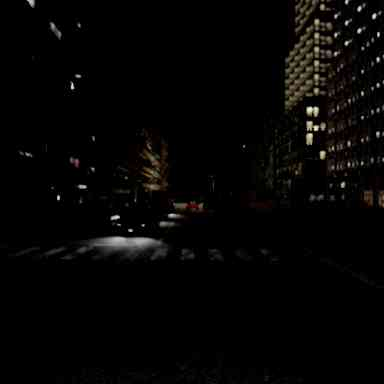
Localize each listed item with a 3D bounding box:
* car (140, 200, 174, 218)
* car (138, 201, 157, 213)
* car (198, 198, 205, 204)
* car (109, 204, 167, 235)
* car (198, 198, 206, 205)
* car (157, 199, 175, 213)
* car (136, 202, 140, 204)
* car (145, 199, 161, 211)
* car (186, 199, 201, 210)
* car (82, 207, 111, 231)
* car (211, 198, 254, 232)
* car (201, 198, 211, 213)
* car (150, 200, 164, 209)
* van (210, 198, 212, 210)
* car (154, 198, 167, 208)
[{"bbox_3d":[-3.116,1.778,30.341,2.033,1.411,5.357,0,-1,0],"label":"car"},{"bbox_3d":[-5.726,1.887,43.562,1.887,1.381,4.507,0,-1,0],"label":"car"},{"bbox_3d":[2.609,2.384,93.307,1.967,1.590,4.097,0,-1,0],"label":"car"},{"bbox_3d":[-3.085,1.681,20.268,2.033,1.411,5.357,0,-1,4],"label":"car"},{"bbox_3d":[2.292,2.293,79.724,1.837,1.490,4.892,0,-1,0],"label":"car"},{"bbox_3d":[-3.099,1.895,40.412,1.994,1.385,4.181,0,-1,0],"label":"car"},{"bbox_3d":[-5.720,1.837,38.036,2.008,1.369,4.403,0,-1,0],"label":"car"},{"bbox_3d":[-5.730,1.839,49.090,1.967,1.590,4.097,0,-1,0],"label":"car"},{"bbox_3d":[0.050,2.068,51.144,1.895,1.301,4.718,0,-1,0],"label":"car"},{"bbox_3d":[-5.705,1.674,21.457,2.008,1.369,4.403,0,-1,0],"label":"car"},{"bbox_3d":[2.675,1.506,21.467,2.192,1.841,5.009,0,-1,0],"label":"car"},{"bbox_3d":[2.655,1.725,43.571,2.192,1.841,5.009,0,-1,0],"label":"car"},{"bbox_3d":[-5.736,2.038,54.616,1.802,1.307,4.206,0,-1,0],"label":"car"},{"bbox_3d":[2.670,1.585,26.992,1.690,1.788,3.998,0,-1,0],"label":"van"},{"bbox_3d":[-5.740,1.954,60.143,1.967,1.590,4.097,0,-1,0],"label":"car"}]
